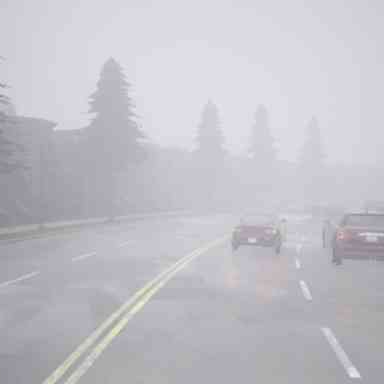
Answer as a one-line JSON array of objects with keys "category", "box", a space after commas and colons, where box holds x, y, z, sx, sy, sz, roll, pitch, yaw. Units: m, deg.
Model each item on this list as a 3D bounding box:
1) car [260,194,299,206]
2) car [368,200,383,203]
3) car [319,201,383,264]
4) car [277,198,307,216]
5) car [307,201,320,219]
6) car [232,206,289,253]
[{"category": "car", "box": [9.792, 1.252, 36.531, 5.566, 2.045, 2.150, 0, 0, -41]}, {"category": "car", "box": [15.529, 1.437, 27.241, 2.097, 1.767, 4.553, 1, 0, 44]}, {"category": "car", "box": [5.854, 1.382, 11.697, 2.097, 1.767, 4.553, 1, 0, 17]}, {"category": "car", "box": [10.998, 1.591, 32.987, 5.357, 1.411, 2.033, 0, 0, -44]}, {"category": "car", "box": [12.049, 1.534, 28.695, 1.882, 1.535, 5.008, 0, 0, 42]}, {"category": "car", "box": [2.884, 1.531, 13.876, 1.812, 1.442, 4.674, 0, 0, 19]}]
